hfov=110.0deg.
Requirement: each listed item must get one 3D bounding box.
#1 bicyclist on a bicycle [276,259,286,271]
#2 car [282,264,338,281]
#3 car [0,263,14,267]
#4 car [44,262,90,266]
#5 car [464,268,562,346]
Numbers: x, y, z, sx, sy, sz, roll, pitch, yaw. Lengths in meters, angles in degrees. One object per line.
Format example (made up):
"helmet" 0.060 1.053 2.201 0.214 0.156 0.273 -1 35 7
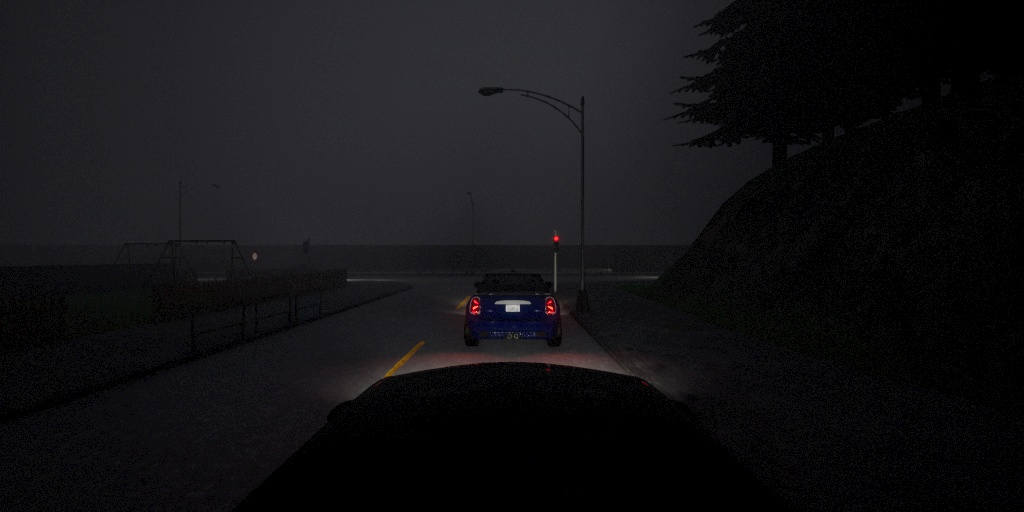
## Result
"bicyclist on a bicycle" -24.264 1.099 37.725 0.582 1.620 1.656 0 0 0
"car" -16.422 1.314 29.326 4.181 1.385 1.994 0 0 0
"car" -48.578 1.351 33.476 4.718 1.301 1.895 0 0 1
"car" -35.861 1.241 29.334 4.902 1.511 2.128 0 0 0
"car" 0.036 1.102 9.537 2.097 1.767 4.553 0 0 0
